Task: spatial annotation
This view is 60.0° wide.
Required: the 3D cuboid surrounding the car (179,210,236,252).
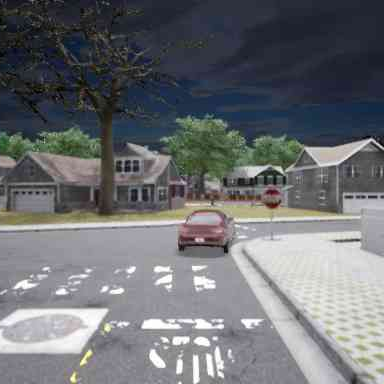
[{"bbox_3d":[0.696,1.456,13.545,1.812,1.442,4.674,0,0,11],"label":"car"}]
